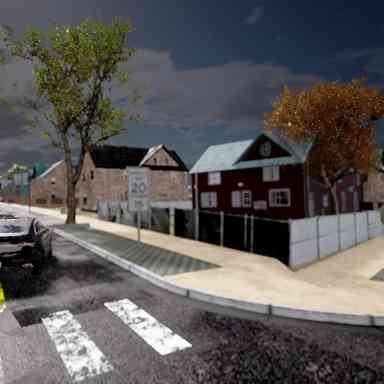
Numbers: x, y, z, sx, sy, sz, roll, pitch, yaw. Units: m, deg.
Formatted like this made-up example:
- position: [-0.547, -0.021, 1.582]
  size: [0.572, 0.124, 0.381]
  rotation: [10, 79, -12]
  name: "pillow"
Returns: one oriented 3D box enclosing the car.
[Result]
- position: [-5.409, 1.516, 10.122]
  size: [2.128, 1.511, 4.902]
  rotation: [0, 0, -19]
  name: "car"
